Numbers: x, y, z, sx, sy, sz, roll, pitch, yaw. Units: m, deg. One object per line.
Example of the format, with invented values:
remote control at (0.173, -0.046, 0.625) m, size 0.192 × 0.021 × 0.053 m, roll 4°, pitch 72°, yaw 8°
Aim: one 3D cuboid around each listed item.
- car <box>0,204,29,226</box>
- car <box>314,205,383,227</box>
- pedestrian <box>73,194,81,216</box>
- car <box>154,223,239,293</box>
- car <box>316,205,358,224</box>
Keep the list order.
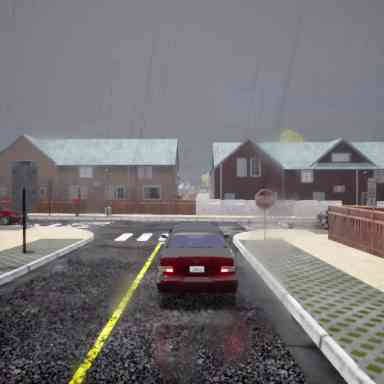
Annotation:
car at (-12.917, 1.410, 21.294) m, size 4.674 × 1.442 × 1.812 m, roll 1°, pitch 0°, yaw 4°
car at (11.790, 1.673, 23.751) m, size 5.357 × 1.411 × 2.033 m, roll 1°, pitch 0°, yaw 1°
pedestrian at (-9.378, 1.053, 27.144) m, size 0.375 × 1.860 × 0.375 m, roll 0°, pitch 0°, yaw 1°
car at (0.094, 1.547, 8.970) m, size 2.033 × 1.411 × 5.357 m, roll 0°, pitch 0°, yaw 0°
car at (10.796, 1.611, 20.838) m, size 4.902 × 1.511 × 2.128 m, roll 1°, pitch 0°, yaw 1°
